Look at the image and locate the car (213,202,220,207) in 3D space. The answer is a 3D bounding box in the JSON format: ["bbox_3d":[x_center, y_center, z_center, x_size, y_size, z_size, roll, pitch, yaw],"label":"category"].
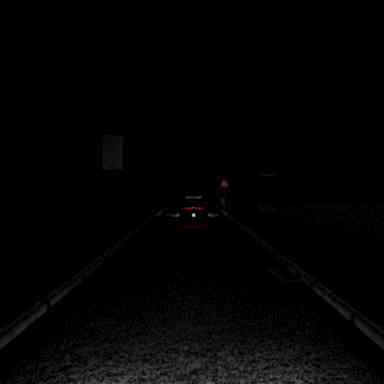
[{"bbox_3d":[4.877,3.129,82.896,2.185,1.767,4.553,5,-4,-31],"label":"car"}]

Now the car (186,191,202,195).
[{"bbox_3d":[0.261,0.983,39.619,2.150,2.045,5.566,0,-1,2],"label":"car"}]

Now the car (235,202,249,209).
[{"bbox_3d":[10.847,3.559,83.948,2.435,2.045,5.566,8,-5,-30],"label":"car"}]

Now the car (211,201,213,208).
[{"bbox_3d":[1.998,2.829,82.311,2.435,2.045,5.566,2,-3,-30],"label":"car"}]

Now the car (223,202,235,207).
[{"bbox_3d":[7.850,3.385,83.392,2.185,1.767,4.553,7,-5,-30],"label":"car"}]

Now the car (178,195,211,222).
[{"bbox_3d":[0.107,1.180,23.008,1.837,1.490,4.892,0,0,0],"label":"car"}]

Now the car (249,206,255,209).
[{"bbox_3d":[13.681,4.106,84.640,1.946,1.575,5.366,7,-5,-30],"label":"car"}]
